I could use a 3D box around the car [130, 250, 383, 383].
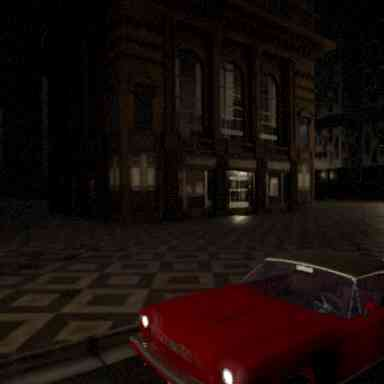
[{"bbox_3d":[1.619,1.577,4.528,4.718,1.301,1.895,0,0,-35],"label":"car"}]
